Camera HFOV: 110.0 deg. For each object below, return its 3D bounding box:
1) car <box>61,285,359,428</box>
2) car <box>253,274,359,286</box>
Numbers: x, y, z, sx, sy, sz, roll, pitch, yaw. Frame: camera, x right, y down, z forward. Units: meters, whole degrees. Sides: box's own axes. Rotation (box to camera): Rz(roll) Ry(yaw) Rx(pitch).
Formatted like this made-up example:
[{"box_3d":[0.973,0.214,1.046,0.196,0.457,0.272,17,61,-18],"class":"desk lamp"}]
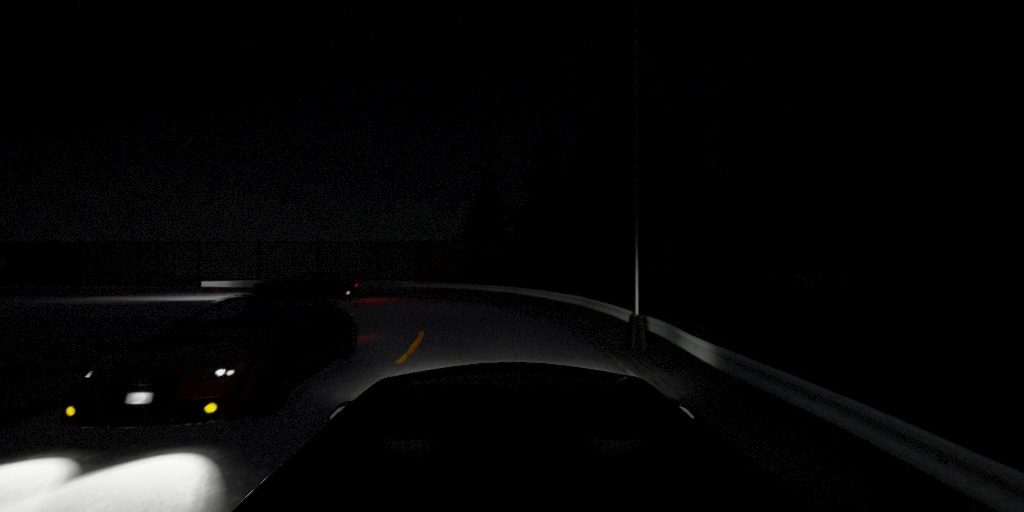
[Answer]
[{"box_3d":[-4.116,1.362,5.833,1.994,1.385,4.181,0,-1,-4],"class":"car"},{"box_3d":[-10.435,1.545,18.193,4.718,1.301,1.895,0,-1,6],"class":"car"}]
